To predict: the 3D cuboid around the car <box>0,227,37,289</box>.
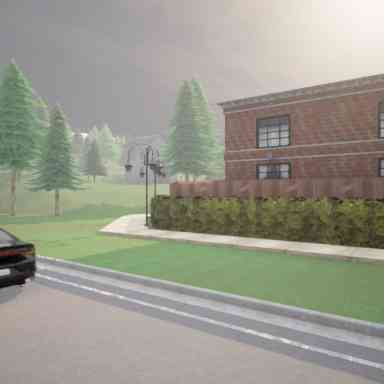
[{"bbox_3d":[-5.815,1.478,8.142,5.008,1.535,1.882,0,0,36],"label":"car"}]
